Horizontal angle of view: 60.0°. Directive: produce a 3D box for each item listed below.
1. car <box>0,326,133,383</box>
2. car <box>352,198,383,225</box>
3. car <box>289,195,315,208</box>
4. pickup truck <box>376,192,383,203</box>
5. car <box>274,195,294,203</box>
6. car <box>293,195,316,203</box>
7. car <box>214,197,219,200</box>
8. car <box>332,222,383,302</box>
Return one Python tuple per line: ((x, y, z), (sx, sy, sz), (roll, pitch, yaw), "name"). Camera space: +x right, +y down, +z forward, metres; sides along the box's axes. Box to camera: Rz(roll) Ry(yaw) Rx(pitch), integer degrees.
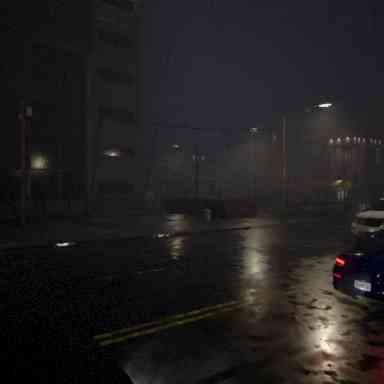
((-2.909, 1.547, 1.677), (5.357, 1.411, 2.033), (0, 0, -35), "car")
((9.575, 1.221, 15.122), (5.566, 2.045, 2.150), (0, 0, -35), "car")
((15.141, 1.254, 45.967), (4.553, 1.767, 2.185), (0, 0, -36), "car")
((37.873, 1.090, 61.671), (2.390, 2.098, 6.274), (0, 0, -36), "pickup truck")
((19.162, 1.452, 69.026), (3.806, 1.475, 1.970), (0, 0, -36), "car")
((22.065, 1.420, 65.023), (4.674, 1.452, 2.002), (0, 0, -36), "car")
((4.416, 1.575, 60.548), (4.718, 1.301, 1.895), (0, 0, -36), "car")
((4.968, 1.526, 7.332), (4.674, 1.442, 1.812), (0, 0, -35), "car")
